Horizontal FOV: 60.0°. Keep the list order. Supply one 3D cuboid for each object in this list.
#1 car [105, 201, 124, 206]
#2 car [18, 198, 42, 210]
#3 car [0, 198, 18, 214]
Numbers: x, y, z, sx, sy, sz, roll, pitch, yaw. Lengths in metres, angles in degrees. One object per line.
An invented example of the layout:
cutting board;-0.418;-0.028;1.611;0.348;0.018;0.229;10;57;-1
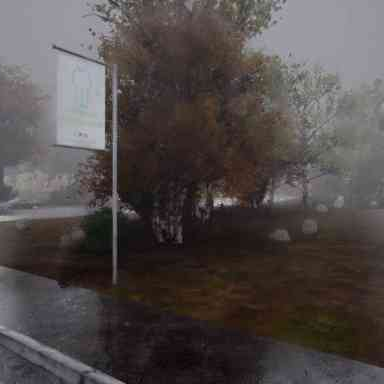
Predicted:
car;-10.108;1.437;47.476;1.882;1.535;5.008;0;0;38
car;-20.585;1.500;39.837;1.837;1.490;4.892;0;0;39
car;-20.701;1.563;34.083;1.994;1.385;4.181;0;0;39
